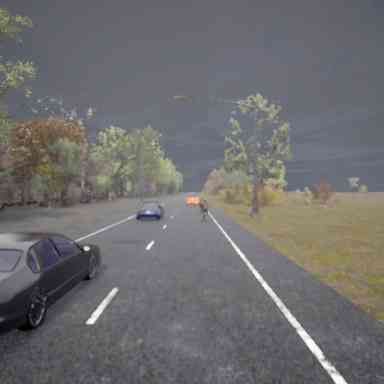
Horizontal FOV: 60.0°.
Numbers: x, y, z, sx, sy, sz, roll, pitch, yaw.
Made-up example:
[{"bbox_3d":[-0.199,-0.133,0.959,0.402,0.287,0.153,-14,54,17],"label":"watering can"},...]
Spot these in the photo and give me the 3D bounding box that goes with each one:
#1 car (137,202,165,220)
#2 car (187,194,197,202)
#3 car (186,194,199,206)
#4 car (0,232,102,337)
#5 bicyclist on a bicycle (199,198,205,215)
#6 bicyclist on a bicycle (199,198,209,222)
[{"bbox_3d":[-3.387,1.521,27.780,1.994,1.385,4.181,0,0,0],"label":"car"},{"bbox_3d":[0.041,1.243,74.374,2.097,1.767,4.553,0,0,0],"label":"car"},{"bbox_3d":[0.110,1.268,54.911,2.097,1.767,4.553,0,0,0],"label":"car"},{"bbox_3d":[-3.398,1.537,6.756,2.033,1.411,5.357,0,0,0],"label":"car"},{"bbox_3d":[0.982,1.401,33.115,0.582,1.620,1.656,0,0,0],"label":"bicyclist on a bicycle"},{"bbox_3d":[0.977,1.415,24.114,0.582,1.620,1.656,0,0,0],"label":"bicyclist on a bicycle"}]
